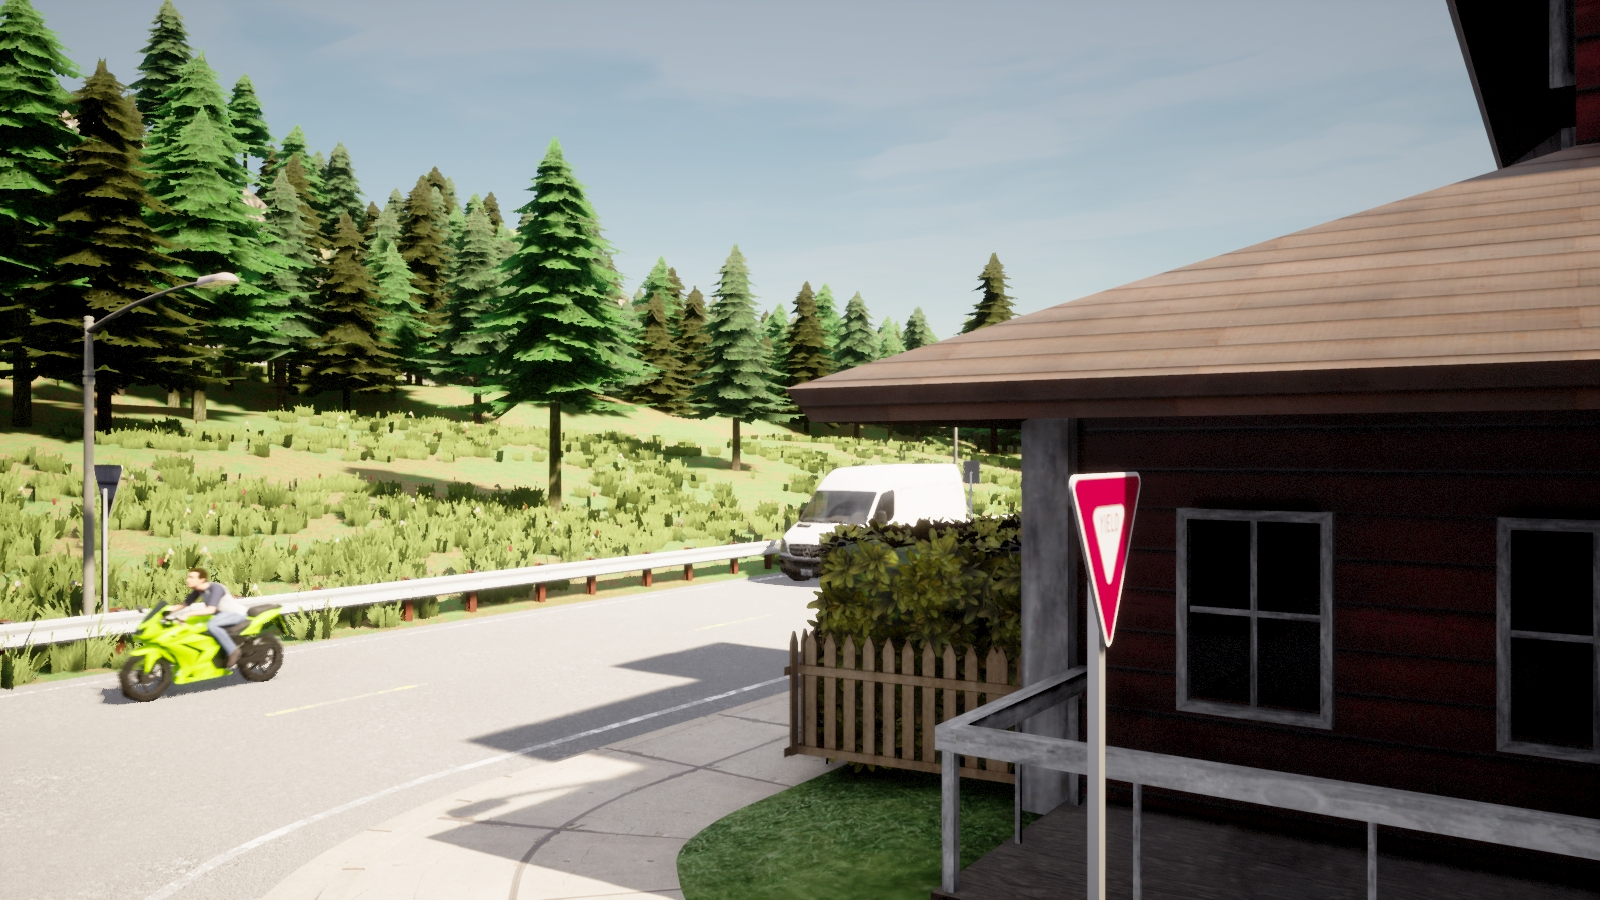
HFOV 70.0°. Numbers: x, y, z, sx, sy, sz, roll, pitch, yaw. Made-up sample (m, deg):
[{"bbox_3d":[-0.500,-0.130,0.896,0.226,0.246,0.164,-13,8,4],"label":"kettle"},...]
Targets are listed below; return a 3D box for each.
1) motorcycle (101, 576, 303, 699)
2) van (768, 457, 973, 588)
[{"bbox_3d":[-7.198,2.213,13.853,0.803,1.145,2.033,0,0,35],"label":"motorcycle"},{"bbox_3d":[1.820,1.528,26.793,1.988,2.561,5.915,0,1,35],"label":"van"}]
